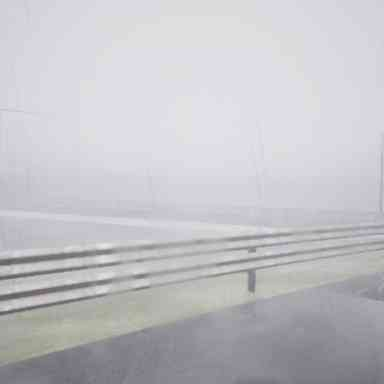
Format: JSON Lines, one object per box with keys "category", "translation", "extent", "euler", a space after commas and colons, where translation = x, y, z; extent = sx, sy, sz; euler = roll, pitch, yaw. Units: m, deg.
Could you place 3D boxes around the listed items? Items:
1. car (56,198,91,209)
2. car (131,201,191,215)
{"category": "car", "translation": [-15.439, 1.485, 43.610], "extent": [4.718, 1.301, 1.895], "euler": [2, -2, 26]}
{"category": "car", "translation": [-2.827, 1.572, 30.476], "extent": [5.357, 1.411, 2.033], "euler": [2, -1, 16]}
